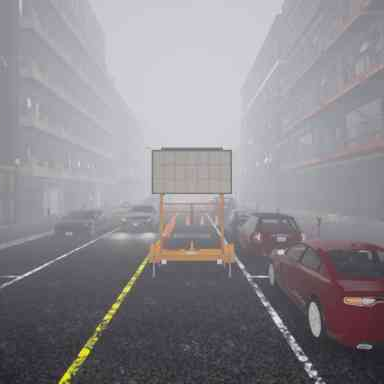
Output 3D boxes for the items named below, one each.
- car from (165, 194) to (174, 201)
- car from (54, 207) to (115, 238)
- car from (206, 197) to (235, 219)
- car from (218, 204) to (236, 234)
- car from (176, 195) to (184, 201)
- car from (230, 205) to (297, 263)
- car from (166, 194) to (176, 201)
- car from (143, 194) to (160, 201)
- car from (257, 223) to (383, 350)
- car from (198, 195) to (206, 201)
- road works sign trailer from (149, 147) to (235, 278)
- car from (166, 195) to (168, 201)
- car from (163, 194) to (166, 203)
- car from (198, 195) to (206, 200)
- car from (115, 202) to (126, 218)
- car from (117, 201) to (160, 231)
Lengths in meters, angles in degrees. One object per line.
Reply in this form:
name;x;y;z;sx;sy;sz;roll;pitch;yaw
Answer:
car;-5.708;1.415;85.216;1.967;1.590;4.097;0;0;0
car;-5.693;1.566;17.579;1.947;1.339;4.313;0;0;0
car;2.686;1.313;28.851;2.192;1.841;5.009;0;0;0
car;2.688;1.550;17.577;2.008;1.369;4.403;0;0;0
car;-3.019;1.470;80.673;2.128;1.511;4.902;0;0;0
car;2.689;1.440;11.942;1.967;1.590;4.097;0;0;0
car;-5.706;1.293;79.581;2.192;1.841;5.009;0;0;0
car;-5.699;1.432;45.762;1.967;1.590;4.097;0;0;0
car;2.690;1.545;6.305;1.887;1.381;4.507;0;0;0
car;2.674;1.503;79.748;1.752;1.417;4.829;0;0;0
road works sign trailer;-0.003;0.465;10.074;2.380;3.560;2.880;0;0;0
car;-5.702;1.570;57.035;1.802;1.307;4.206;0;0;0
car;-5.700;1.305;51.399;2.192;1.841;5.009;0;0;0
car;2.671;1.517;90.851;1.887;1.381;4.507;0;0;0
car;-5.696;1.523;28.682;1.752;1.417;4.829;0;0;0
car;-3.105;1.525;20.635;1.812;1.442;4.674;0;0;0
